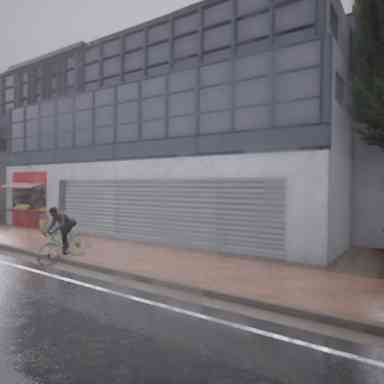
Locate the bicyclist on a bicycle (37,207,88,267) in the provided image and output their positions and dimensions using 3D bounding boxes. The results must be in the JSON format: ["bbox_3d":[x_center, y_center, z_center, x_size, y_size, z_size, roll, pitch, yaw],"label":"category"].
[{"bbox_3d":[-3.775,1.228,9.651,0.582,1.620,1.656,1,10,36],"label":"bicyclist on a bicycle"}]
